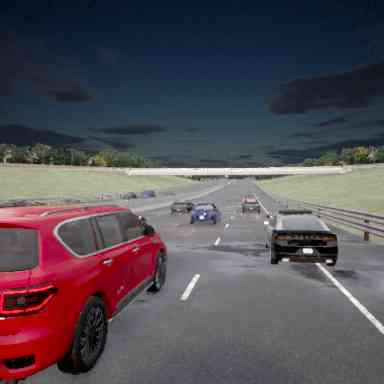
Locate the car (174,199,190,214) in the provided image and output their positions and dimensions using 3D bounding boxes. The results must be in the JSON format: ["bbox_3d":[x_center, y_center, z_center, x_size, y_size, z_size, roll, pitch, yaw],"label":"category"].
[{"bbox_3d":[-0.888,1.486,34.331,2.128,1.511,4.902,0,0,9],"label":"car"}]

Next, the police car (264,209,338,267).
[{"bbox_3d":[3.620,1.428,11.731,1.930,1.638,5.238,0,0,9],"label":"police car"}]

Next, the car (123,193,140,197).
[{"bbox_3d":[-12.966,0.942,69.254,1.837,1.490,4.892,0,1,9],"label":"car"}]

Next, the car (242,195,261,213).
[{"bbox_3d":[6.458,1.464,36.181,2.128,1.511,4.902,0,0,10],"label":"car"}]

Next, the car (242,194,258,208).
[{"bbox_3d":[8.090,1.203,46.390,2.097,1.767,4.553,0,1,9],"label":"car"}]

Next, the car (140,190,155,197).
[{"bbox_3d":[-9.315,0.634,69.881,2.150,2.045,5.566,0,1,9],"label":"car"}]

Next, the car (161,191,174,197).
[{"bbox_3d":[-5.309,0.673,72.661,2.097,1.767,4.553,0,1,9],"label":"car"}]

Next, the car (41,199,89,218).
[{"bbox_3d":[-12.091,1.509,32.147,2.128,1.511,4.902,0,0,9],"label":"car"}]

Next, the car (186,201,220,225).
[{"bbox_3d":[1.054,1.546,24.592,1.812,1.442,4.674,0,0,9],"label":"car"}]

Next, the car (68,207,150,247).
[{"bbox_3d":[-3.820,1.557,16.538,2.033,1.411,5.357,0,0,9],"label":"car"}]

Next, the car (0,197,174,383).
[{"bbox_3d":[-2.035,1.224,5.872,2.150,2.045,5.566,0,0,9],"label":"car"}]
